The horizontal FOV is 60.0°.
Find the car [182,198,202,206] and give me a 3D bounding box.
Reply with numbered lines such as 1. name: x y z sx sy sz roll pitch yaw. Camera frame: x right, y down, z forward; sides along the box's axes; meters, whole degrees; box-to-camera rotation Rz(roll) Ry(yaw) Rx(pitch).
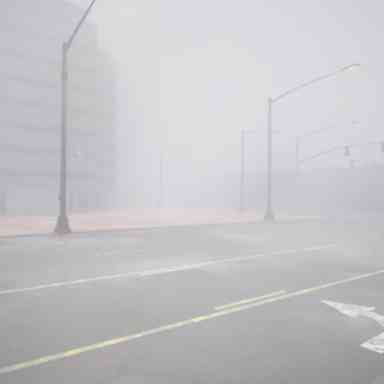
1. car: 0.007 1.896 64.217 1.882 1.535 5.008 1 0 -35
